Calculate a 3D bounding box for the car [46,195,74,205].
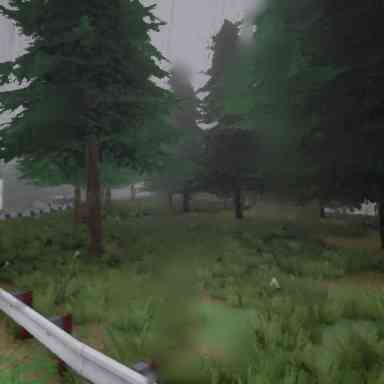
[{"bbox_3d":[-16.898,1.088,43.522,2.033,1.411,5.357,-4,1,8],"label":"car"}]
